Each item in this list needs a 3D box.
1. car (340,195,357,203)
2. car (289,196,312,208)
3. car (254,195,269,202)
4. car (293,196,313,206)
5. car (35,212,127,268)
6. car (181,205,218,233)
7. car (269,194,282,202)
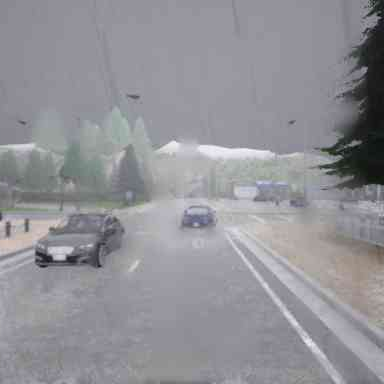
[{"bbox_3d":[29.159,1.287,62.123,1.845,1.501,3.633,0,0,0],"label":"car"},{"bbox_3d":[13.991,1.347,43.871,1.845,1.501,3.633,0,0,0],"label":"car"},{"bbox_3d":[14.258,1.292,69.904,2.007,1.523,4.514,0,0,0],"label":"car"},{"bbox_3d":[17.050,1.353,51.260,1.970,1.475,3.806,0,0,0],"label":"car"},{"bbox_3d":[-3.508,1.482,11.287,2.128,1.511,4.902,0,0,0],"label":"car"},{"bbox_3d":[0.476,1.506,19.565,1.812,1.442,4.674,0,0,7],"label":"car"},{"bbox_3d":[17.396,1.285,69.923,2.152,1.636,5.027,0,0,0],"label":"car"}]
